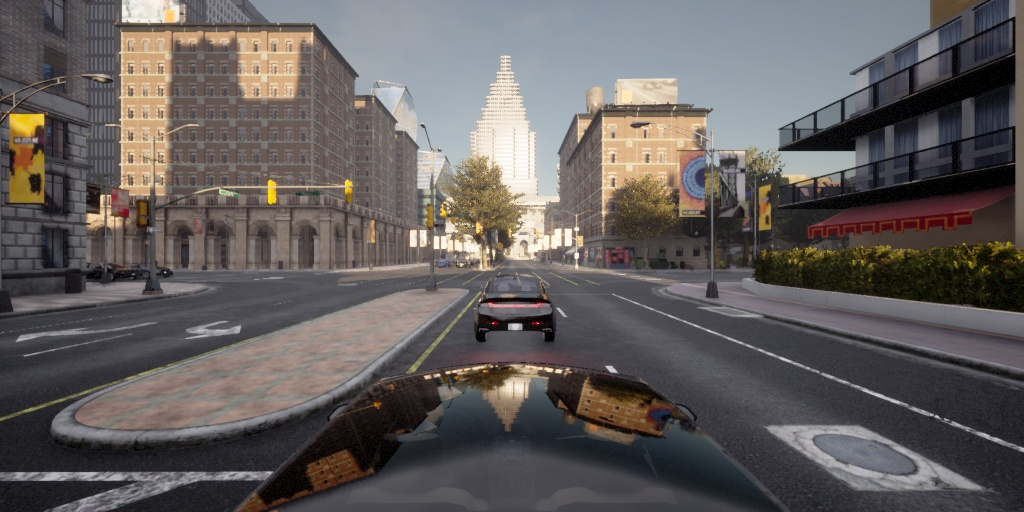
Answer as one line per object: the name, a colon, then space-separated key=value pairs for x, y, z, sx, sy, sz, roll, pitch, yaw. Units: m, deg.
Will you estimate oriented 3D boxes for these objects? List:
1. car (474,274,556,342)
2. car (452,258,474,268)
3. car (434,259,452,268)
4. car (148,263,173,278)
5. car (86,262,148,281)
car: x=0.080 y=1.242 z=9.776 sx=2.128 sy=1.511 sz=4.902 roll=0 pitch=0 yaw=0
car: x=-8.052 y=1.241 z=59.593 sx=2.128 sy=1.511 sz=4.902 roll=0 pitch=0 yaw=0
car: x=-11.549 y=1.227 z=60.008 sx=1.882 sy=1.535 sz=5.008 roll=0 pitch=0 yaw=0
car: x=-33.633 y=1.314 z=32.693 sx=4.181 sy=1.385 sz=1.994 roll=0 pitch=0 yaw=-1
car: x=-33.345 y=1.228 z=29.200 sx=5.008 sy=1.535 sz=1.882 roll=0 pitch=0 yaw=0
